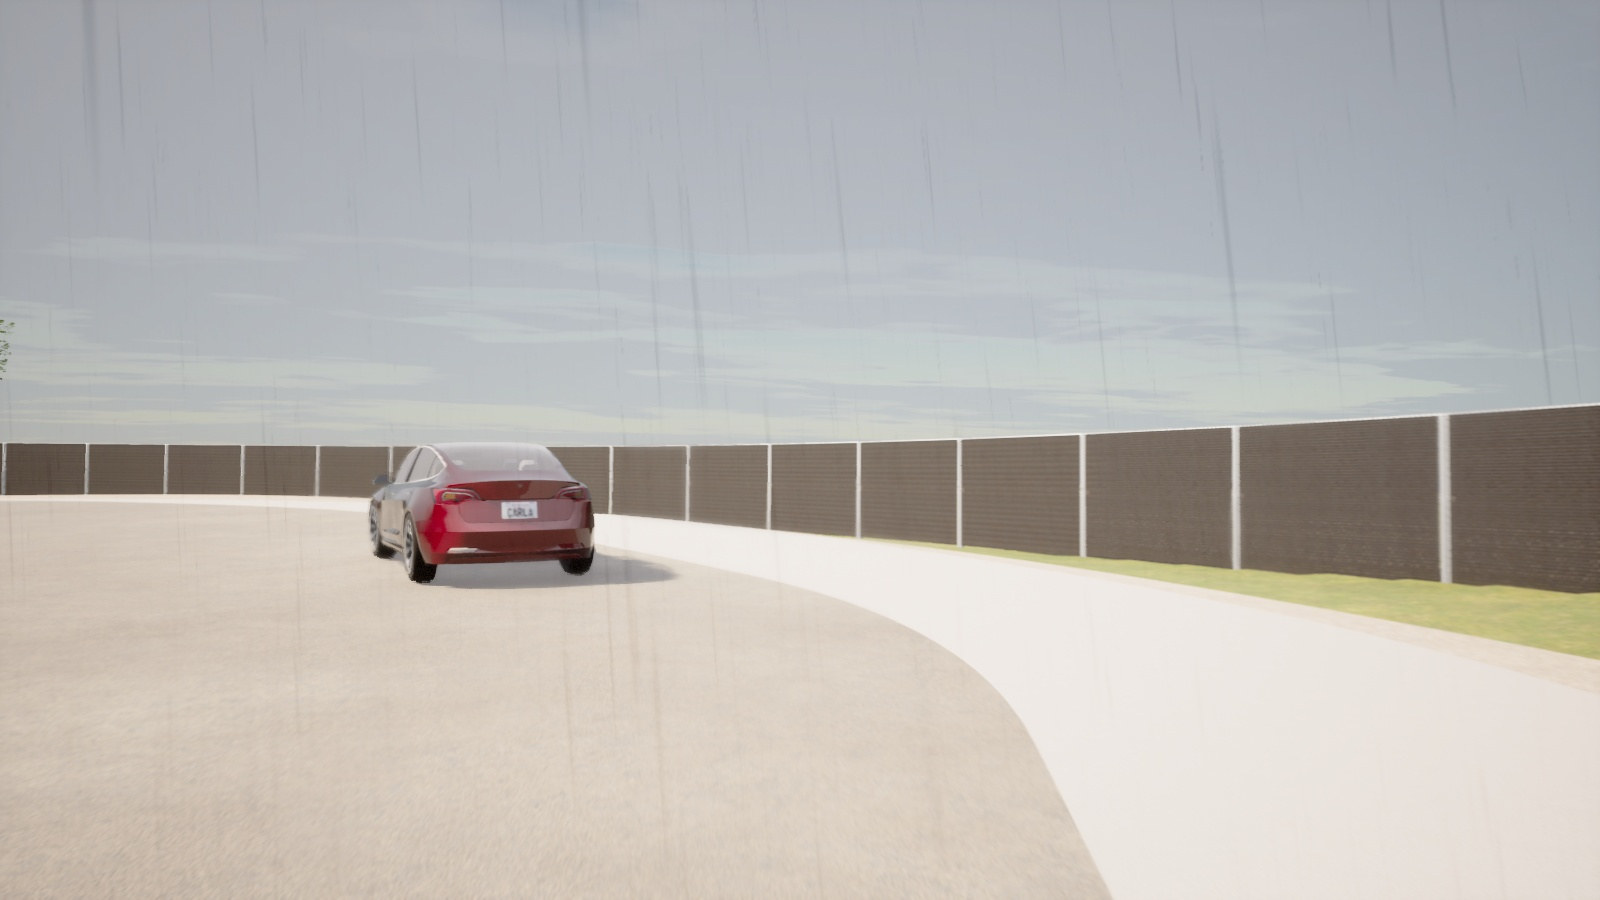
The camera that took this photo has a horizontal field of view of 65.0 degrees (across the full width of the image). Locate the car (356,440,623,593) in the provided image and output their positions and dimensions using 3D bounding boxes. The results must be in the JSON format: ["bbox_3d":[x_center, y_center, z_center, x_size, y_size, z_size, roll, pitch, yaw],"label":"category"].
[{"bbox_3d":[-3.865,0.632,14.901,2.163,1.488,4.792,0,1,-26],"label":"car"}]
